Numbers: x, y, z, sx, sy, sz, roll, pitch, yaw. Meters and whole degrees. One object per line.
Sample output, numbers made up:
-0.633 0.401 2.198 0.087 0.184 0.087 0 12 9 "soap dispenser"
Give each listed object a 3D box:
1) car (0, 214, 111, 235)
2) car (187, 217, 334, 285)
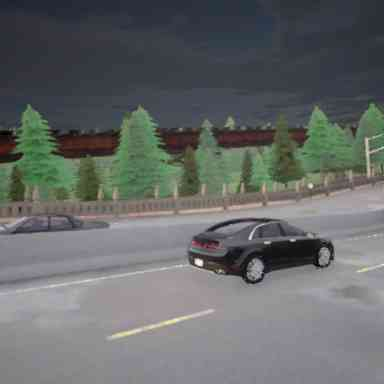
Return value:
-5.745 1.547 12.685 5.357 1.411 2.033 0 0 -35 "car"
2.146 1.501 9.579 4.892 1.490 1.837 1 0 -36 "car"
